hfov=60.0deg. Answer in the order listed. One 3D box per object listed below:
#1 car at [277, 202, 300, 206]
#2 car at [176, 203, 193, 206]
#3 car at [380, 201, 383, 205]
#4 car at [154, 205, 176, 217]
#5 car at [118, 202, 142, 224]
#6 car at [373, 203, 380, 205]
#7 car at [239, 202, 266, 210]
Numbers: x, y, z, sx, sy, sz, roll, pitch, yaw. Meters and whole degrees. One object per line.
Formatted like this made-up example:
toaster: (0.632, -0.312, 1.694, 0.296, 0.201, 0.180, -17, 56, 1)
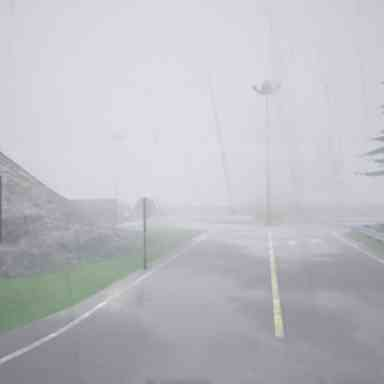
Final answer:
car: (16.933, 2.486, 58.816, 4.181, 1.385, 1.994, -1, -1, 13)
car: (-1.820, 2.574, 52.346, 4.892, 1.490, 1.837, -1, -1, 13)
car: (28.977, 2.023, 45.298, 4.892, 1.490, 1.837, 0, -1, 13)
car: (-5.011, 2.423, 42.101, 4.902, 1.511, 2.128, -1, -1, 13)
car: (-7.627, 2.141, 31.931, 4.553, 1.767, 2.097, -1, -1, 13)
car: (31.551, 2.122, 51.866, 4.674, 1.442, 1.812, -1, -1, 13)
car: (10.186, 2.486, 56.781, 4.892, 1.490, 1.837, -1, -1, 13)
